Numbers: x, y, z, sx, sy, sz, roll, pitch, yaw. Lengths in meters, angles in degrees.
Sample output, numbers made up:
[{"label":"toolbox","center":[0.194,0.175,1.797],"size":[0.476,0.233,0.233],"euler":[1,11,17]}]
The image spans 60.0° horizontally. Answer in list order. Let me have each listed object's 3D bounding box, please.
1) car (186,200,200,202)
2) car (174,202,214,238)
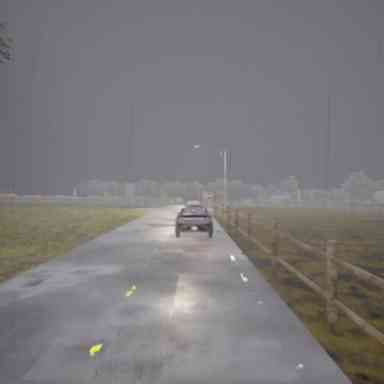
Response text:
[{"label":"car","center":[0.101,1.537,32.512],"size":[1.882,1.535,5.008],"euler":[0,-1,0]},{"label":"car","center":[0.102,1.475,17.629],"size":[2.128,1.511,4.902],"euler":[0,-1,0]}]
